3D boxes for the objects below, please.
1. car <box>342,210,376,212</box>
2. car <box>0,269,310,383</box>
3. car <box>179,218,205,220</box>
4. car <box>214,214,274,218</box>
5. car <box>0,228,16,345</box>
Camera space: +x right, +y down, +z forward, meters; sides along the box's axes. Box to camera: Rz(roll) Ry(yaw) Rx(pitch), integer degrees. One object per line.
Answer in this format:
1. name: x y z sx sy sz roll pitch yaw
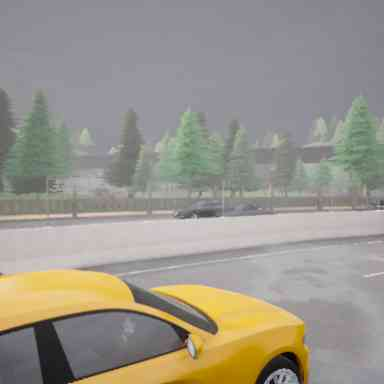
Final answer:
1. car: 11.645 1.445 21.773 4.181 1.385 1.994 0 0 -22
2. car: -1.064 1.461 2.847 5.008 1.535 1.882 0 0 -35
3. car: 0.970 1.371 24.532 4.892 1.490 1.837 0 0 -27
4. car: 3.407 1.445 21.844 4.181 1.385 1.994 0 0 -26
5. car: -5.195 1.454 4.217 5.008 1.535 1.882 0 0 -37
